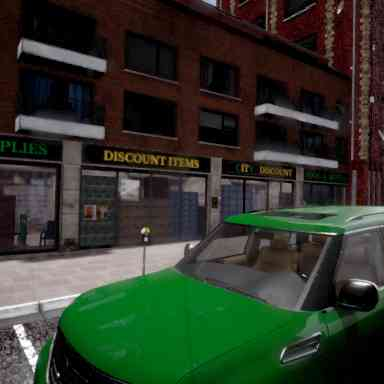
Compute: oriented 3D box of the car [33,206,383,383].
[{"bbox_3d":[1.270,1.224,3.849,5.566,2.045,2.150,0,0,-35],"label":"car"}]
